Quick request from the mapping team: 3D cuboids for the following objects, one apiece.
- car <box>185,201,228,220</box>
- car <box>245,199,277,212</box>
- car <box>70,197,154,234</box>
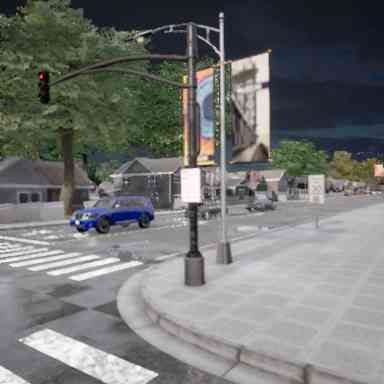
[{"bbox_3d":[1.338,1.548,29.028,1.837,1.490,4.892,-1,0,36],"label":"car"},{"bbox_3d":[8.120,1.527,38.497,2.033,1.411,5.357,-1,0,35],"label":"car"},{"bbox_3d":[-4.720,1.323,20.558,2.150,2.045,5.566,-1,0,36],"label":"car"}]
